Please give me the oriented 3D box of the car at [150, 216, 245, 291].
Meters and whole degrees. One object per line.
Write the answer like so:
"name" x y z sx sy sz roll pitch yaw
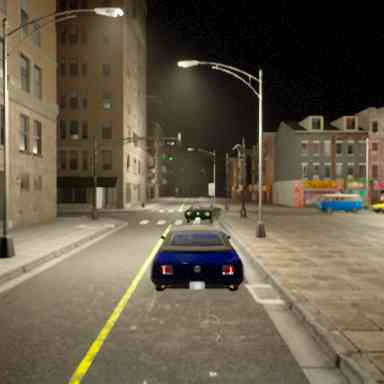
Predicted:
"car" 0.102 1.543 8.764 1.895 1.301 4.718 0 0 0

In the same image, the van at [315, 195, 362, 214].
"van" 13.756 1.135 31.178 3.998 1.788 1.690 0 0 0

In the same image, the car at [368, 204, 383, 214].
"car" 19.198 1.315 31.167 4.829 1.417 1.752 0 0 0

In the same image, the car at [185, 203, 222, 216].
"car" 0.927 1.446 23.853 1.895 1.301 4.718 0 0 13
